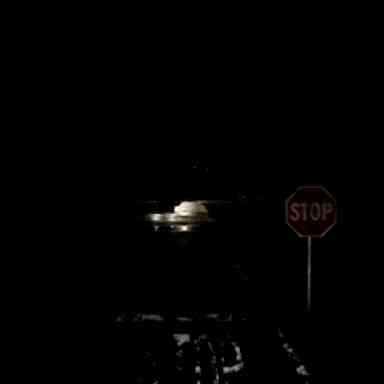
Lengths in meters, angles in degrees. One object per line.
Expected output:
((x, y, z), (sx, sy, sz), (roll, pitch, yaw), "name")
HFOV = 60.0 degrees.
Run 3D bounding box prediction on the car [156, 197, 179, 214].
((-2.741, 1.459, 35.325), (1.882, 1.535, 5.008), (0, 1, 0), "car")
